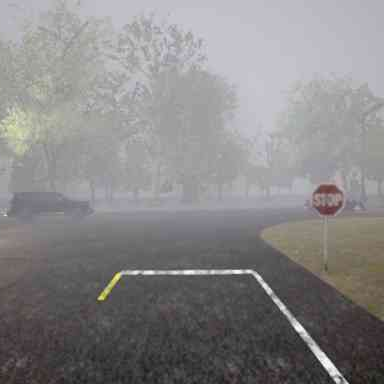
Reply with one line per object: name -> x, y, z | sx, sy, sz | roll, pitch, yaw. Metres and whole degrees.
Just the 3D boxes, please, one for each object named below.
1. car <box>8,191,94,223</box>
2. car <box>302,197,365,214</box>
car -> -9.754, 0.960, 23.283 | 5.566, 2.045, 2.150 | -2, 1, -10
car -> 11.393, 0.960, 26.773 | 4.892, 1.490, 1.837 | -1, 1, -9
